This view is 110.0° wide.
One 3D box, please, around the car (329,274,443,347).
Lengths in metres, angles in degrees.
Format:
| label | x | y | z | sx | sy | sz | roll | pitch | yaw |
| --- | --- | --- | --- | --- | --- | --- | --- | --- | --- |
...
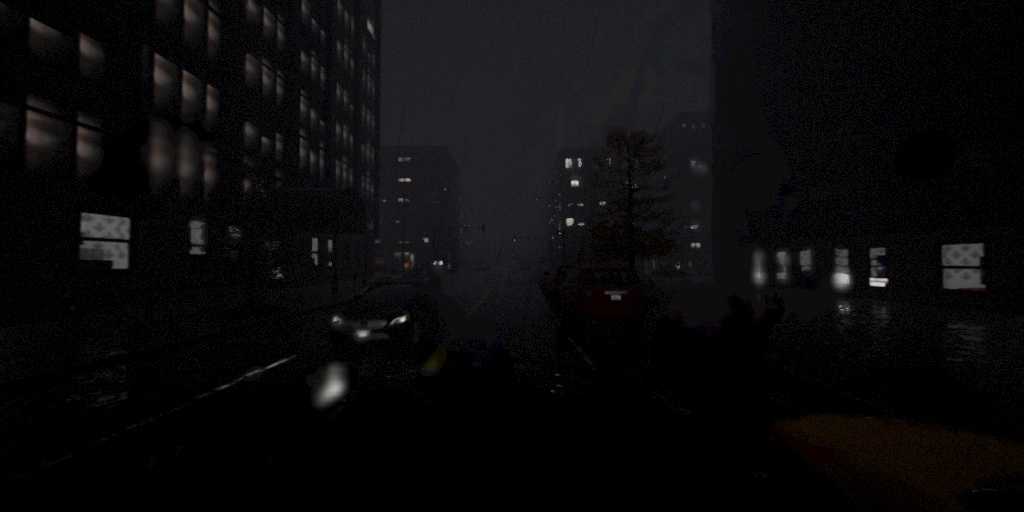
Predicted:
| label | x | y | z | sx | sy | sz | roll | pitch | yaw |
| --- | --- | --- | --- | --- | --- | --- | --- | --- | --- |
| car | -3.102 | 1.381 | 9.801 | 1.812 | 1.442 | 4.674 | 0 | -1 | 0 |

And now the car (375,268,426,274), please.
| label | x | y | z | sx | sy | sz | roll | pitch | yaw |
| --- | --- | --- | --- | --- | --- | --- | --- | --- | --- |
| car | -5.692 | 1.478 | 17.077 | 1.751 | 1.417 | 4.829 | 0 | 0 | 0 |

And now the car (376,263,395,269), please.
| label | x | y | z | sx | sy | sz | roll | pitch | yaw |
| --- | --- | --- | --- | --- | --- | --- | --- | --- | --- |
| car | -17.270 | 1.603 | 47.189 | 4.507 | 1.381 | 1.888 | 0 | 0 | 0 |

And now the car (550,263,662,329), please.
| label | x | y | z | sx | sy | sz | roll | pitch | yaw |
| --- | --- | --- | --- | --- | --- | --- | --- | --- | --- |
| car | 2.690 | 1.194 | 11.688 | 2.192 | 1.841 | 5.009 | 0 | 0 | 0 |

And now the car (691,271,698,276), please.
| label | x | y | z | sx | sy | sz | roll | pitch | yaw |
| --- | --- | --- | --- | --- | --- | --- | --- | --- | --- |
| car | 26.237 | 2.456 | 55.862 | 4.829 | 1.417 | 1.751 | 0 | 0 | 0 |

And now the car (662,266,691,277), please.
| label | x | y | z | sx | sy | sz | roll | pitch | yaw |
| --- | --- | --- | --- | --- | --- | --- | --- | --- | --- |
| car | 20.827 | 2.094 | 47.509 | 4.097 | 1.591 | 1.967 | 0 | 0 | 0 |

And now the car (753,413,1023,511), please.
| label | x | y | z | sx | sy | sz | roll | pitch | yaw |
| --- | --- | --- | --- | --- | --- | --- | --- | --- | --- |
| car | 2.692 | 1.260 | 0.740 | 1.751 | 1.417 | 4.829 | 0 | 0 | 0 |

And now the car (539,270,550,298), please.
| label | x | y | z | sx | sy | sz | roll | pitch | yaw |
| --- | --- | --- | --- | --- | --- | --- | --- | --- | --- |
| car | 2.689 | 1.267 | 17.247 | 2.192 | 1.841 | 5.009 | 0 | 0 | 0 |

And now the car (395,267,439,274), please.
| label | x | y | z | sx | sy | sz | roll | pitch | yaw |
| --- | --- | --- | --- | --- | --- | --- | --- | --- | --- |
| car | -5.692 | 1.465 | 22.806 | 1.967 | 1.591 | 4.097 | 0 | 0 | 0 |
